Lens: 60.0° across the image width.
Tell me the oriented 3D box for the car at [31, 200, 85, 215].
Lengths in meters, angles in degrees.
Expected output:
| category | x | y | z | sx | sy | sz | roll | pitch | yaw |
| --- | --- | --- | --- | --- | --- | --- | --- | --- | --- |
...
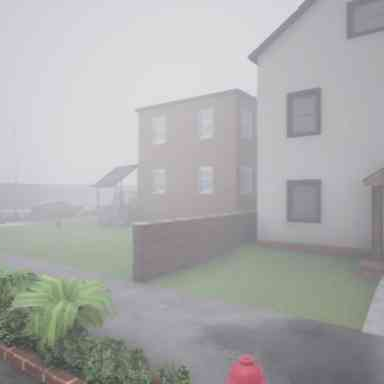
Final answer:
| category | x | y | z | sx | sy | sz | roll | pitch | yaw |
| --- | --- | --- | --- | --- | --- | --- | --- | --- | --- |
| car | -12.030 | 1.513 | 30.190 | 1.837 | 1.490 | 4.892 | 0 | 0 | 36 |
